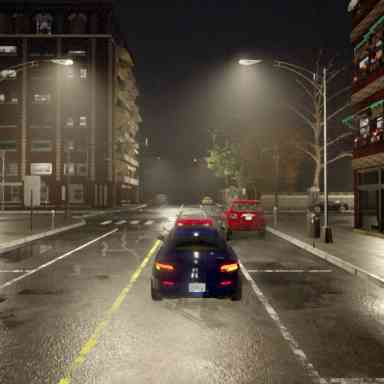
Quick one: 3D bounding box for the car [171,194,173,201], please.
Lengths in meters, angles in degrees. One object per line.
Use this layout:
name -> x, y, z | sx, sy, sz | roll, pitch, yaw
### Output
car -> -5.775, 1.635, 72.767 | 1.802, 1.307, 4.206 | 1, 0, 0

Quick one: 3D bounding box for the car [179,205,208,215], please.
car -> 0.076, 1.609, 17.936 | 1.895, 1.301, 4.718 | 0, 0, 0

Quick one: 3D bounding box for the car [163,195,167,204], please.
car -> -5.753, 1.619, 56.151 | 1.802, 1.307, 4.206 | 1, 0, 0

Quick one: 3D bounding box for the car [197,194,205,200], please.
car -> 2.579, 1.395, 94.923 | 2.192, 1.841, 5.009 | 1, 0, 0

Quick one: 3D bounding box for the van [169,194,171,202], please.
van -> -5.763, 1.388, 67.229 | 1.690, 1.788, 3.998 | 1, 0, 0

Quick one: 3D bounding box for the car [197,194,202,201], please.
car -> 2.605, 1.604, 72.770 | 2.008, 1.369, 4.403 | 1, 0, 0

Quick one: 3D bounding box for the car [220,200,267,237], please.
car -> 2.683, 1.323, 18.126 | 2.192, 1.841, 5.009 | 1, 0, 0

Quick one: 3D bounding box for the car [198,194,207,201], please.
car -> 2.594, 1.381, 83.848 | 2.192, 1.841, 5.009 | 1, 0, 0

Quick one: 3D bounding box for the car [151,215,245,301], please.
car -> 0.090, 1.529, 8.193 | 1.812, 1.442, 4.674 | 0, 0, 0

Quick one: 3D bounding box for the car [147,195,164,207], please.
car -> -5.745, 1.614, 50.614 | 1.802, 1.307, 4.206 | 1, 0, 0

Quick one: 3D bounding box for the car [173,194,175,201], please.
car -> -5.782, 1.610, 78.306 | 2.008, 1.369, 4.403 | 1, 0, 0

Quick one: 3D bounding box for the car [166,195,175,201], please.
car -> -5.798, 1.624, 89.383 | 2.008, 1.369, 4.403 | 1, 0, 0

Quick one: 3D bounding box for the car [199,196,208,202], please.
car -> 2.597, 1.626, 78.309 | 1.947, 1.339, 4.313 | 1, 0, 0

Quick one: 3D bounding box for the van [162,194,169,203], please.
van -> -5.756, 1.383, 61.690 | 1.690, 1.788, 3.998 | 1, 0, 0

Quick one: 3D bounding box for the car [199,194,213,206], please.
car -> 2.628, 1.562, 56.327 | 1.752, 1.417, 4.829 | 1, 0, 0

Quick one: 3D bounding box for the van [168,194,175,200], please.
van -> -5.801, 1.421, 94.922 | 1.690, 1.788, 3.998 | 1, 0, 0

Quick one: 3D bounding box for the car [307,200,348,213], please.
car -> 15.163, 1.609, 37.176 | 4.313, 1.339, 1.947 | 0, -1, 0
